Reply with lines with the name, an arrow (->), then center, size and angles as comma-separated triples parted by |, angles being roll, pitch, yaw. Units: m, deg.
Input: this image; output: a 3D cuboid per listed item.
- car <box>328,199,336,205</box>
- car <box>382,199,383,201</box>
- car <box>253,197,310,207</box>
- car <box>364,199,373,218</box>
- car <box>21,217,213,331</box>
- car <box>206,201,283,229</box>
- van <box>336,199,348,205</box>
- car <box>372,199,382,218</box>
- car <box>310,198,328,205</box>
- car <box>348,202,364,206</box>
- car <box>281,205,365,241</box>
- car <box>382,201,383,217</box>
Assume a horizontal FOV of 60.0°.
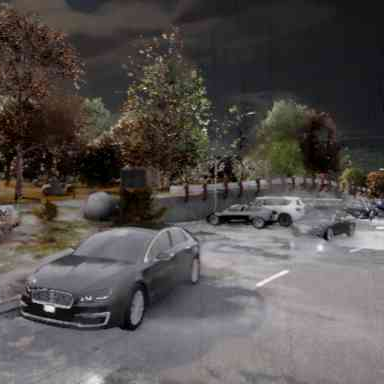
car -> 9.726, 1.620, 28.804 | 4.553, 1.767, 2.185 | 1, -1, 25
car -> 22.559, 1.895, 41.602 | 5.566, 2.045, 2.435 | 1, 0, 25
car -> 5.451, 1.360, 24.517 | 5.566, 2.045, 2.435 | 1, 0, 25
car -> 16.195, 1.822, 35.160 | 4.553, 1.767, 2.185 | 1, 0, 25
car -> -1.219, 1.446, 7.044 | 1.837, 1.490, 4.892 | 2, 0, 20
car -> 3.306, 1.573, 22.378 | 4.792, 1.488, 2.163 | 1, 0, 25
van -> 11.786, 1.585, 30.964 | 4.442, 1.987, 1.878 | 1, 0, 25
car -> 18.332, 1.889, 37.306 | 4.553, 1.767, 2.185 | 1, 0, 25
car -> 7.646, 1.428, 26.649 | 5.566, 2.045, 2.435 | 1, -1, 25
car -> 14.022, 1.881, 33.058 | 4.892, 1.521, 2.231 | 1, -1, 25
car -> 7.211, 1.686, 17.976 | 4.902, 1.511, 2.128 | 1, 1, -45
car -> 20.469, 2.111, 39.440 | 4.792, 1.488, 2.163 | 1, -1, 25
